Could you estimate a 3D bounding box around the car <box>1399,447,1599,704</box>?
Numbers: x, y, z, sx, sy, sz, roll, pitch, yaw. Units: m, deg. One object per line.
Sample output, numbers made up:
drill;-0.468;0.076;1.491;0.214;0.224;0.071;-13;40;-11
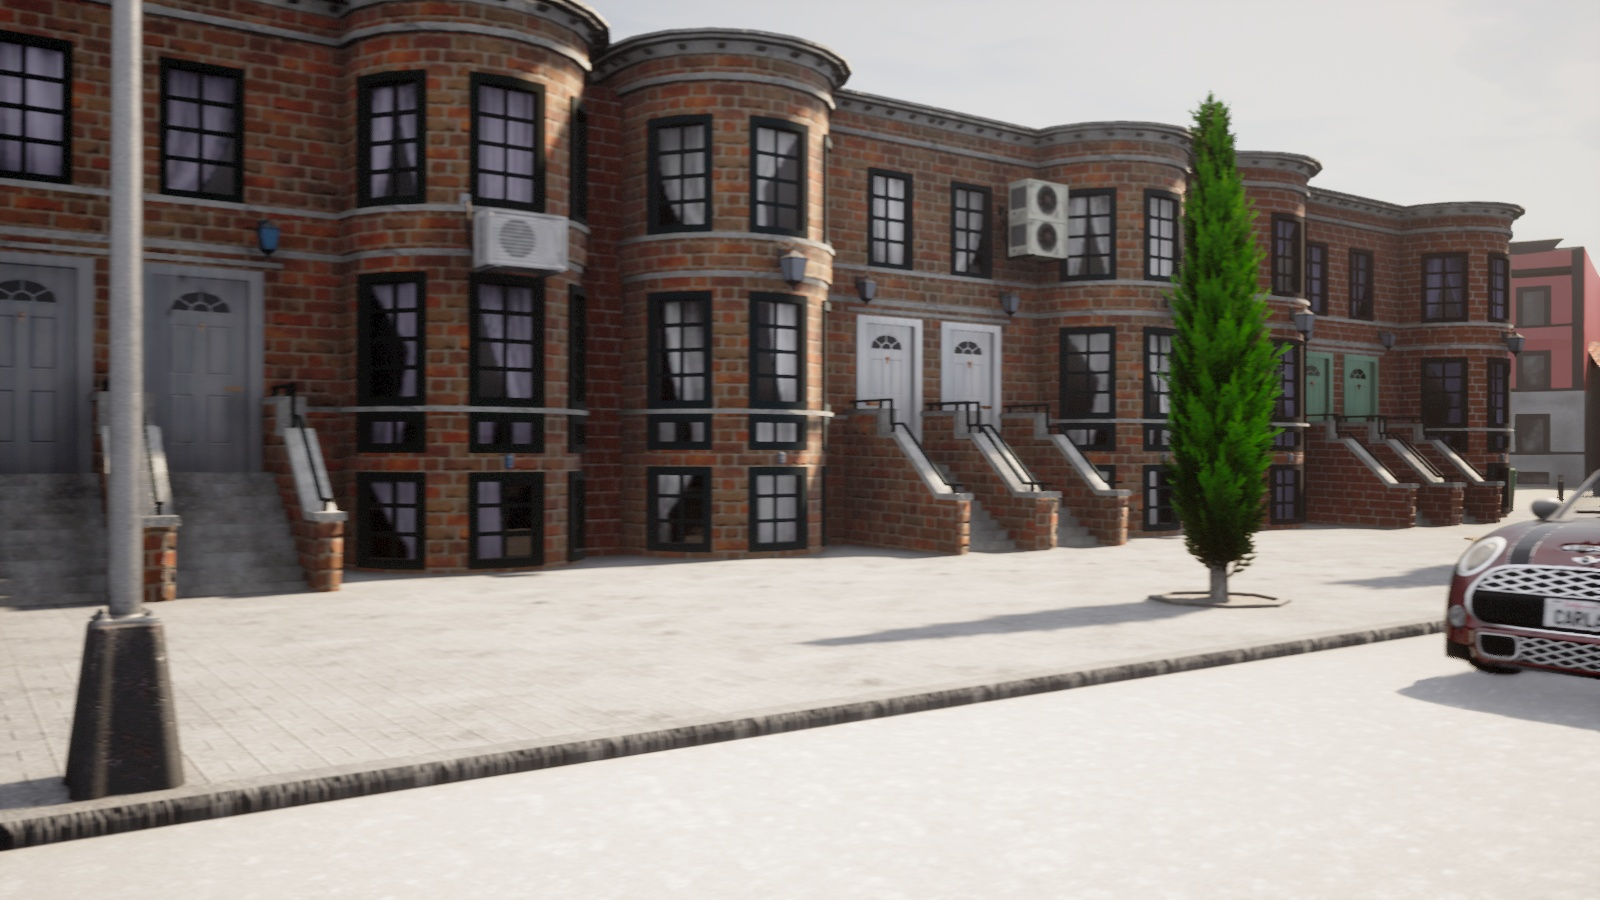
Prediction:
car;6.031;0.718;8.467;3.806;1.475;1.970;0;0;-35
